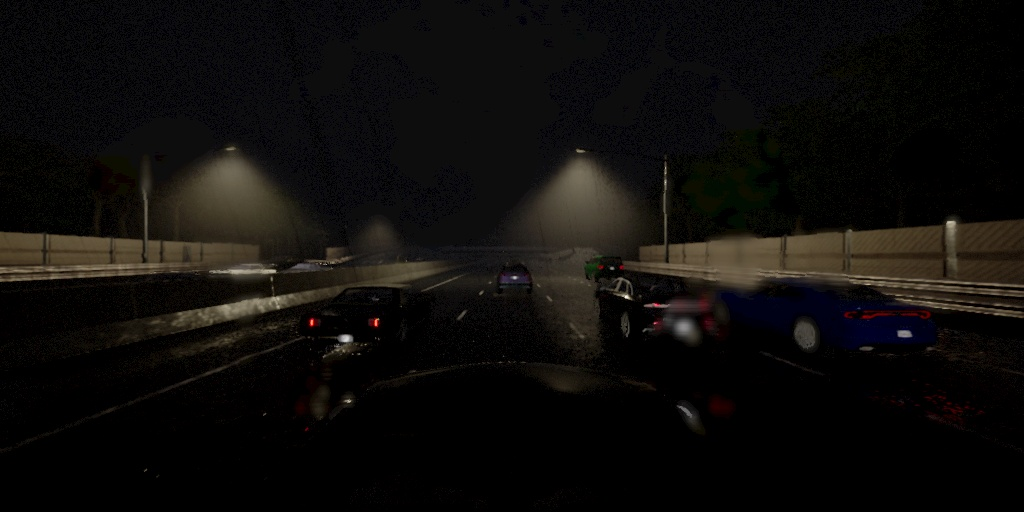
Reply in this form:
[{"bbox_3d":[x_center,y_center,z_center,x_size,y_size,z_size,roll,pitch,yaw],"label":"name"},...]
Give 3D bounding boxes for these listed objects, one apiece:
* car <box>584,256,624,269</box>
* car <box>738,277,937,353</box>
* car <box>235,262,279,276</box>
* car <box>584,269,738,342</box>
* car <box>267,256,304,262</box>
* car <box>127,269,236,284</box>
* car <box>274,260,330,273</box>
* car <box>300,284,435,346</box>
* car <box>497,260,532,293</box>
[{"bbox_3d":[7.200,0.986,28.374,2.150,2.045,5.566,0,0,0],"label":"car"},{"bbox_3d":[7.113,1.269,8.974,1.882,1.535,5.008,0,0,0],"label":"car"},{"bbox_3d":[-20.991,1.367,28.141,1.895,1.301,4.718,0,0,1],"label":"car"},{"bbox_3d":[3.617,1.285,9.946,2.128,1.511,4.902,0,0,0],"label":"car"},{"bbox_3d":[-24.365,0.963,38.201,2.150,2.045,5.566,0,0,1],"label":"car"},{"bbox_3d":[-14.068,1.363,14.699,1.994,1.385,4.181,0,0,0],"label":"car"},{"bbox_3d":[-17.468,1.308,30.544,2.033,1.411,5.357,0,0,1],"label":"car"},{"bbox_3d":[-3.386,1.393,9.544,1.895,1.301,4.718,0,0,0],"label":"car"},{"bbox_3d":[0.160,1.214,21.350,2.033,1.649,4.856,0,0,0],"label":"car"}]
